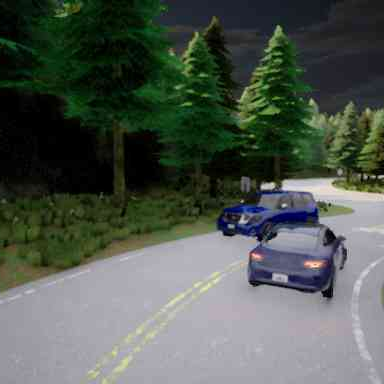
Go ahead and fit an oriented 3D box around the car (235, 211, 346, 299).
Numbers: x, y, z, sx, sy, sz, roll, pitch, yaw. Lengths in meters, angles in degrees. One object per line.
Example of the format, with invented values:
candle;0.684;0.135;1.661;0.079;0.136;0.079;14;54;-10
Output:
car;2.851;1.512;8.624;1.812;1.442;4.674;2;2;28

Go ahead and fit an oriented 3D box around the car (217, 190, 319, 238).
car;3.596;0.967;14.901;5.566;2.045;2.150;-1;4;-42
